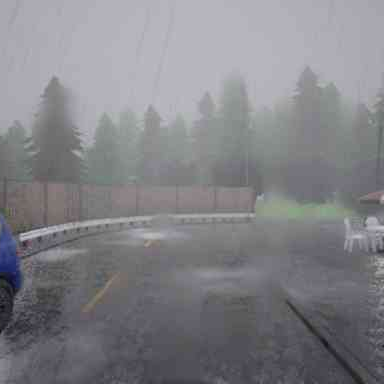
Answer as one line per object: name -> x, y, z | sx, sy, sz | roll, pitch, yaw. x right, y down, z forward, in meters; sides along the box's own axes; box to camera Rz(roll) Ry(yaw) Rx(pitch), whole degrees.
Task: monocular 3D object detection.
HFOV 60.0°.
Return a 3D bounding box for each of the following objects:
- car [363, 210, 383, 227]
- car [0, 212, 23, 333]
car -> 13.799, 1.860, 22.296 | 4.181, 1.385, 1.994 | 0, -1, 0
car -> -4.137, 1.274, 3.803 | 2.150, 2.045, 5.566 | 0, -1, -1
